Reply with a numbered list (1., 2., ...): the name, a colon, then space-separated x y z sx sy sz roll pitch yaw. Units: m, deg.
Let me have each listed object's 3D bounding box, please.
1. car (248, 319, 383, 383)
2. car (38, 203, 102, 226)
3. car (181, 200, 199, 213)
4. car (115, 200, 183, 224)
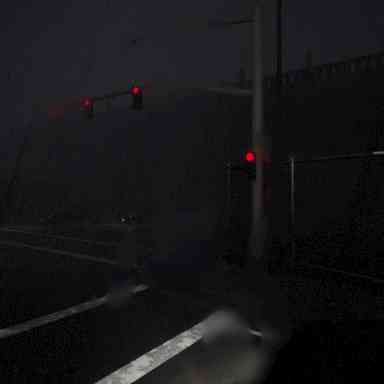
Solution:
1. car: 2.971 1.547 1.848 5.357 1.411 2.033 0 0 36
2. car: -8.770 1.581 24.311 1.812 1.442 4.674 0 0 37
3. car: -1.012 1.581 35.170 1.812 1.442 4.674 0 0 35
4. car: -3.366 1.603 25.837 2.033 1.411 5.357 0 0 35
